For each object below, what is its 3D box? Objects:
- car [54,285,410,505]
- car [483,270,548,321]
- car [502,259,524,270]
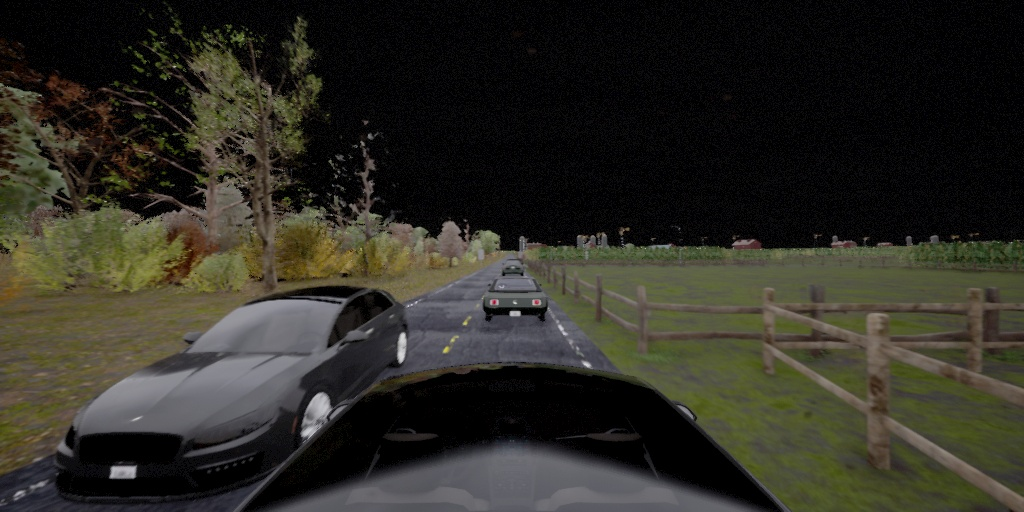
[{"bbox_3d":[-2.853,1.249,5.031,1.837,1.490,4.892,0,2,0],"label":"car"},{"bbox_3d":[0.098,1.351,12.422,1.895,1.301,4.718,0,0,0],"label":"car"},{"bbox_3d":[0.090,1.096,35.544,2.097,1.767,4.553,0,0,0],"label":"car"}]
